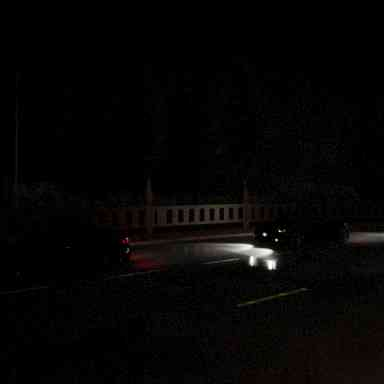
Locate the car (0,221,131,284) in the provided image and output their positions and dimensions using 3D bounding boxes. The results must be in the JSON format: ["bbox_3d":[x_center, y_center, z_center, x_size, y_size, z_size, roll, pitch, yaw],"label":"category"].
[{"bbox_3d":[-3.917,1.564,9.592,4.181,1.385,1.994,0,0,-31],"label":"car"}]

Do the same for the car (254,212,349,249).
[{"bbox_3d":[4.773,1.564,14.509,4.181,1.385,1.994,0,0,-26],"label":"car"}]
